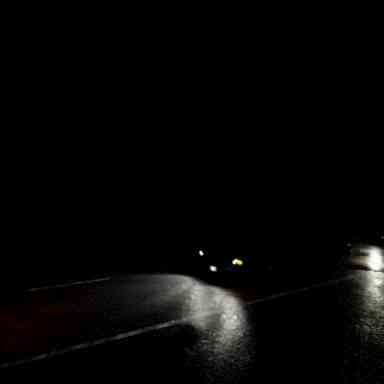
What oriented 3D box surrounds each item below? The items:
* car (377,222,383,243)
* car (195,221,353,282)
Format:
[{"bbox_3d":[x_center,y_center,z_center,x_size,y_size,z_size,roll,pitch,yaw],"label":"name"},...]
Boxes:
[{"bbox_3d":[10.741,1.643,15.827,5.008,1.535,1.882,1,0,-35],"label":"car"},{"bbox_3d":[2.731,1.622,10.153,5.357,1.411,2.033,1,0,-35],"label":"car"}]
